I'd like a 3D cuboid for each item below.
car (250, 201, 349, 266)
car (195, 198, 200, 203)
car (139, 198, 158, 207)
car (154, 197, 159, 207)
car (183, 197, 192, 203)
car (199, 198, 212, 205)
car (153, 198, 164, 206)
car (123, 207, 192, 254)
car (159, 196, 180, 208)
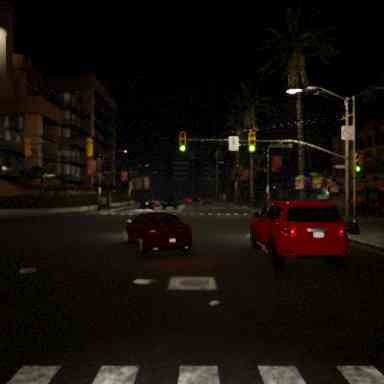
[{"bbox_3d":[3.598,1.331,12.127,2.150,2.045,5.566,0,0,0],"label":"car"},{"bbox_3d":[2.205,2.317,89.222,2.128,1.511,4.902,0,-1,-12],"label":"car"},{"bbox_3d":[-7.003,2.028,52.328,1.994,1.385,4.181,0,-1,0],"label":"car"},{"bbox_3d":[-7.004,1.890,60.702,2.097,1.767,4.553,0,-1,0],"label":"car"},{"bbox_3d":[-1.361,2.147,89.273,2.097,1.767,4.553,0,-1,-12],"label":"car"},{"bbox_3d":[3.449,2.278,76.907,1.895,1.301,4.718,0,-1,-4],"label":"car"},{"bbox_3d":[-7.005,2.127,70.765,1.837,1.490,4.892,0,-1,0],"label":"car"},{"bbox_3d":[-1.623,1.605,14.251,1.882,1.535,5.008,1,-1,-22],"label":"car"},{"bbox_3d":[-3.503,1.692,53.087,2.150,2.045,5.566,0,-1,0],"label":"car"}]
